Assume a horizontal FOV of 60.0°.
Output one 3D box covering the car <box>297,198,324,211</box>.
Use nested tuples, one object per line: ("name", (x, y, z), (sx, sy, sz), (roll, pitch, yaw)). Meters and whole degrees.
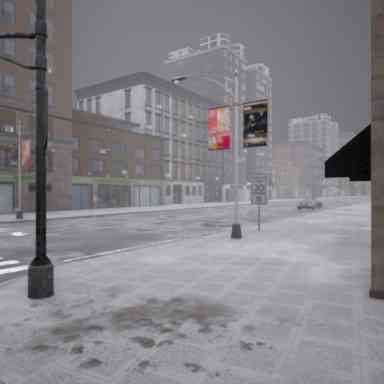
("car", (13.950, 1.399, 39.085), (2.033, 1.411, 5.357), (0, 0, 35))
